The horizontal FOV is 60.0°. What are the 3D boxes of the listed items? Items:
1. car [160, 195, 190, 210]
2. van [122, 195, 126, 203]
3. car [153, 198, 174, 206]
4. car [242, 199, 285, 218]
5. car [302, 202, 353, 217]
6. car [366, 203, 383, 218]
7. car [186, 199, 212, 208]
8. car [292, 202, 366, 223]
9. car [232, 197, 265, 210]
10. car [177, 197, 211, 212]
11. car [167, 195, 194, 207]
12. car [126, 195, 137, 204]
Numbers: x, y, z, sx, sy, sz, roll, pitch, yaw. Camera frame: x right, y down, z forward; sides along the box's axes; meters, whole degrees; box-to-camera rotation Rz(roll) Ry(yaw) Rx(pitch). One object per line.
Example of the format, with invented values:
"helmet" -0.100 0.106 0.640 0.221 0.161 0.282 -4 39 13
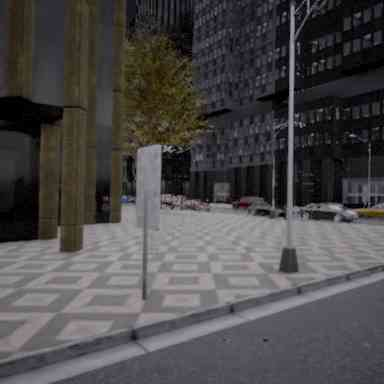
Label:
"car" -2.695 1.330 42.738 2.192 1.841 5.009 1 -1 -35
"van" -14.818 1.601 74.677 1.690 1.788 3.998 1 -1 -35
"car" -5.281 1.777 61.166 1.887 1.381 4.507 1 -1 -35
"car" 6.843 1.557 29.225 1.947 1.339 4.313 1 -1 -35
"car" 13.800 1.734 34.149 2.008 1.369 4.403 1 -1 -35
"car" 16.882 1.701 29.785 1.752 1.417 4.829 1 -1 -35
"car" 1.079 1.781 52.160 1.947 1.339 4.313 1 -1 -35
"car" 10.023 1.535 24.722 2.008 1.369 4.403 1 -1 -35
"car" 7.443 1.513 43.158 2.192 1.841 5.009 1 -1 -35
"car" 0.481 1.589 38.231 1.802 1.307 4.206 1 -1 -35
"car" -2.097 1.539 56.666 2.192 1.841 5.009 1 -1 -35
"car" -11.641 1.795 70.172 1.887 1.381 4.507 1 -1 -35
